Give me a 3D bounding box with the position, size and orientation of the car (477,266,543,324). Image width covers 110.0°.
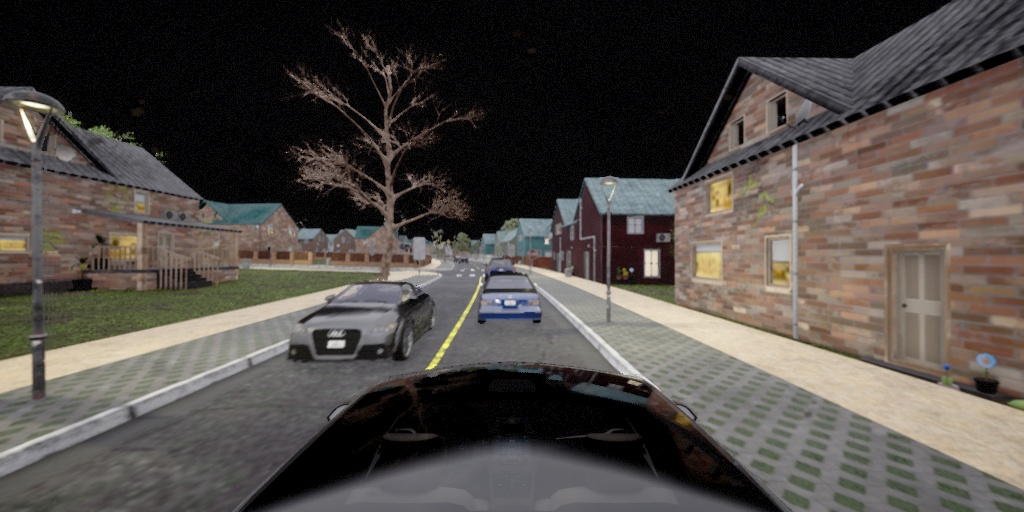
[{"bbox_3d":[-0.113,1.215,11.614,2.033,1.411,5.357,0,0,-2],"label":"car"}]

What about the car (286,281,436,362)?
[{"bbox_3d":[-2.962,1.261,7.946,1.994,1.385,4.181,0,0,-1],"label":"car"}]

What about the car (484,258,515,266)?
[{"bbox_3d":[-0.858,0.904,25.383,2.097,1.767,4.553,0,0,-5],"label":"car"}]
